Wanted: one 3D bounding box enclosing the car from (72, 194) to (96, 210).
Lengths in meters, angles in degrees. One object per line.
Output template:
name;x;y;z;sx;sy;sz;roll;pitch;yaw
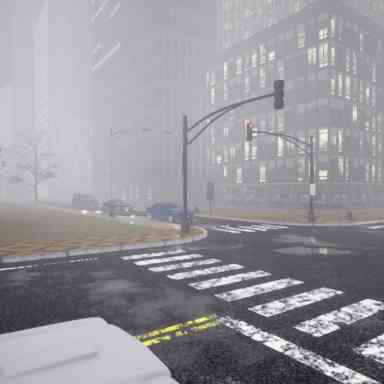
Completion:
car;-13.838;1.227;42.899;2.150;2.045;5.566;0;0;-35

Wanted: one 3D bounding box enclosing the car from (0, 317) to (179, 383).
car;-2.274;1.601;1.821;4.718;1.301;1.895;0;0;-36

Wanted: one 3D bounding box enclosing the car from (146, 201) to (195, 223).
car;-1.768;1.484;25.781;1.882;1.535;5.008;0;0;-36

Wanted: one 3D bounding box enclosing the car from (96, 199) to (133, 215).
car;-7.752;1.497;34.257;2.128;1.511;4.902;0;0;-35
